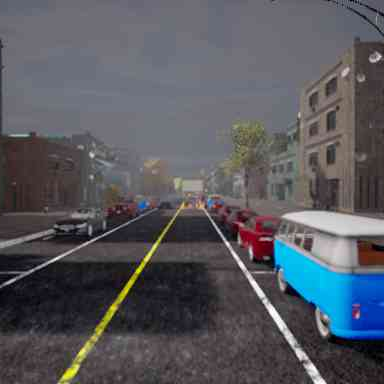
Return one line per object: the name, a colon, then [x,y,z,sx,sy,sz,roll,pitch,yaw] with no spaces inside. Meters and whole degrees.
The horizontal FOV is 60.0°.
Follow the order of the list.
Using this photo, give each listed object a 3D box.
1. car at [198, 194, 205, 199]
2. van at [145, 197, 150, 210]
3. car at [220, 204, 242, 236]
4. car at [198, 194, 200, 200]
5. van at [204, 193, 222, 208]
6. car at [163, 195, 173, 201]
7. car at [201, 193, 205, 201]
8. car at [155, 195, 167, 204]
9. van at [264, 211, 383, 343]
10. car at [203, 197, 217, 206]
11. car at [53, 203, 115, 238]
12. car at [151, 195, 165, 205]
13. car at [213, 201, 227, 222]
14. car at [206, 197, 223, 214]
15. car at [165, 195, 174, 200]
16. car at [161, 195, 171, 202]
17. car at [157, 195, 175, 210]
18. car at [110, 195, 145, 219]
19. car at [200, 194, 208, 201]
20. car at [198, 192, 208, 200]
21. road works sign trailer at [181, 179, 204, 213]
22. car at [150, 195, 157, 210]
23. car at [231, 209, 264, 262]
car: [2.712,1.284,94.985,1.802,1.307,4.206,-1,0,0]
van: [-5.687,1.237,33.953,1.690,1.788,3.998,-1,0,0]
car: [2.692,1.528,17.308,1.802,1.307,4.206,-1,0,0]
car: [2.706,1.339,72.792,1.947,1.339,4.313,-1,0,0]
van: [2.696,1.219,39.501,1.690,1.788,3.998,-1,0,0]
car: [-5.673,1.307,78.340,2.008,1.369,4.403,-1,0,0]
car: [2.697,1.176,45.049,2.192,1.841,5.009,-1,0,0]
car: [-5.677,1.353,61.695,1.887,1.381,4.507,-1,0,0]
van: [2.687,1.322,6.211,1.690,1.788,3.998,-1,0,0]
car: [2.701,1.425,50.598,1.802,1.307,4.206,-1,0,0]
car: [-5.688,1.498,17.308,2.008,1.369,4.403,-1,0,0]
car: [-5.680,1.266,56.146,1.967,1.590,4.097,-1,0,0]
car: [2.694,1.511,22.857,1.802,1.307,4.206,-1,0,0]
car: [2.696,1.477,33.954,1.802,1.307,4.206,-1,0,0]
car: [-5.671,1.320,83.889,1.802,1.307,4.206,-1,0,0]
car: [-5.674,1.355,72.792,1.802,1.307,4.206,-1,0,0]
car: [-3.074,1.440,40.264,1.994,1.385,4.181,0,0,0]
car: [-5.688,1.228,28.404,2.192,1.841,5.009,-1,0,0]
car: [2.708,1.280,78.509,1.752,1.417,4.829,-1,0,0]
car: [2.707,1.053,83.888,2.192,1.841,5.009,-1,0,0]
road works sign trailer: [0.020,0.354,35.779,2.380,3.560,2.880,0,0,0]
car: [-5.684,1.318,39.501,1.967,1.590,4.097,-1,0,0]
car: [2.691,1.508,11.760,1.887,1.381,4.507,-1,0,0]
